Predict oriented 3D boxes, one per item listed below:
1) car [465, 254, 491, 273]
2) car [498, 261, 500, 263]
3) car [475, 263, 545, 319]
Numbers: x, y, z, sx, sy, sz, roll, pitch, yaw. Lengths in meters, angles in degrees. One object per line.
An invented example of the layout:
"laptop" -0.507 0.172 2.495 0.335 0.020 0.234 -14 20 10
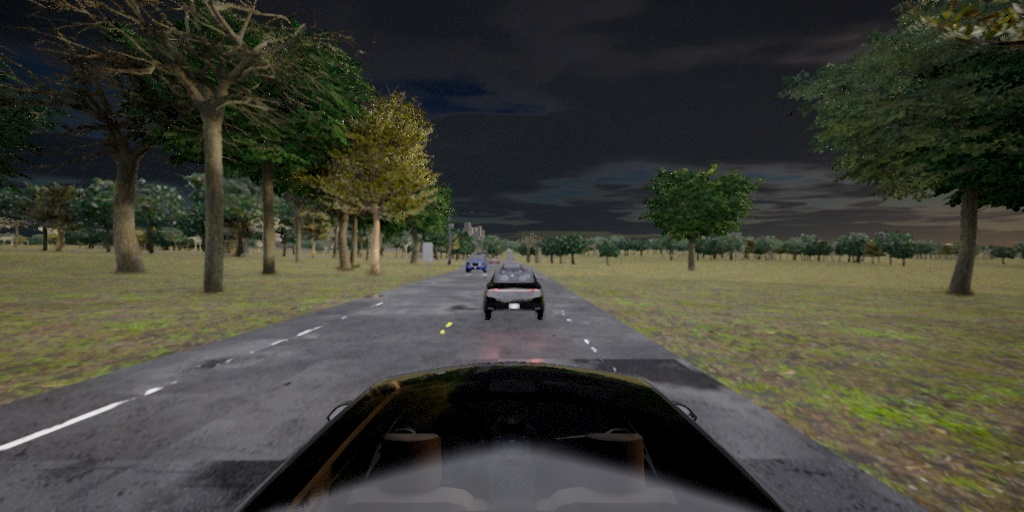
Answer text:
"car" -3.797 0.796 39.282 2.150 2.045 5.566 0 0 -1
"car" 0.009 1.201 29.277 1.895 1.301 4.718 0 0 0
"car" 0.055 1.170 12.435 2.128 1.511 4.902 0 0 0
